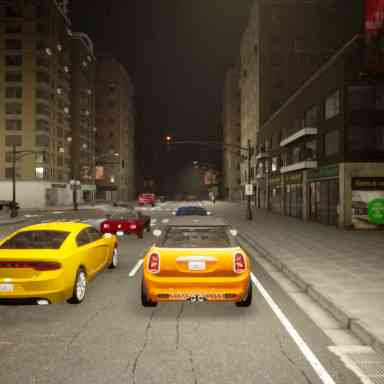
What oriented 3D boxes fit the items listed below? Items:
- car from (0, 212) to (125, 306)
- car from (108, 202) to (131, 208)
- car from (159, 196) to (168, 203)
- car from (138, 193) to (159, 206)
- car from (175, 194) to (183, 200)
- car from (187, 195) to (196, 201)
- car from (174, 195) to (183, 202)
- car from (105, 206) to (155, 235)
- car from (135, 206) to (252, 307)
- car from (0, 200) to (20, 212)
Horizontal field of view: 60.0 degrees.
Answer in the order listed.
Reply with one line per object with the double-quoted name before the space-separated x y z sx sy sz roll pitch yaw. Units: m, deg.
"car" -3.167 1.478 8.148 1.882 1.535 5.008 0 0 0
"car" -6.670 1.608 30.864 1.895 1.301 4.718 0 0 0
"car" -6.652 1.527 68.913 2.128 1.511 4.902 0 0 0
"car" -6.705 1.240 50.186 2.150 2.045 5.566 0 0 0
"car" -3.450 1.421 90.768 1.882 1.535 5.008 0 0 0
"car" -0.177 1.399 80.741 2.097 1.767 4.553 0 0 0
"car" -3.426 1.543 80.347 1.837 1.490 4.892 0 0 0
"car" -3.288 1.603 17.404 1.895 1.301 4.718 0 0 0
"car" 0.082 1.353 8.140 2.097 1.767 4.553 0 0 0
"car" -22.233 1.597 38.484 4.313 1.339 1.947 0 0 0
